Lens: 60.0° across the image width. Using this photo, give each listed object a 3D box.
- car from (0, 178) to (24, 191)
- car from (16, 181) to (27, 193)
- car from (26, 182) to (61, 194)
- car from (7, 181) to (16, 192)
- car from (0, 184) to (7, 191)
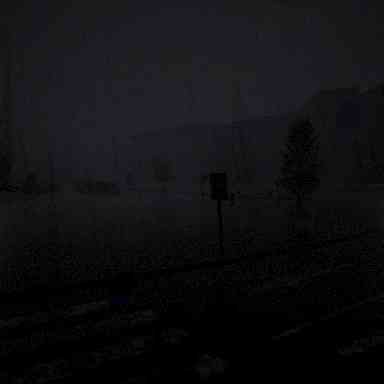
[{"bbox_3d":[-31.153,-1.270,56.317,2.185,1.767,4.553,0,6,15],"label":"car"},{"bbox_3d":[-23.915,-0.775,51.242,2.231,1.521,4.892,1,6,17],"label":"car"},{"bbox_3d":[-21.552,-0.611,49.456,2.163,1.488,4.792,1,6,17],"label":"car"},{"bbox_3d":[-26.315,-0.863,52.970,2.002,1.452,4.674,0,6,16],"label":"car"},{"bbox_3d":[-28.715,-1.028,54.679,2.097,1.535,5.008,1,6,16],"label":"car"}]
